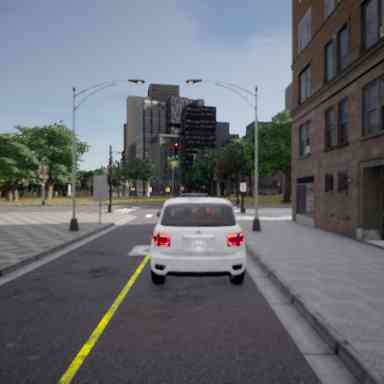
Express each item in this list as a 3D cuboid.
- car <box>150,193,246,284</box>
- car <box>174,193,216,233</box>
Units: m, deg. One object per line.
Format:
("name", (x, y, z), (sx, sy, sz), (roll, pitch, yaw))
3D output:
("car", (0.128, 1.153, 9.483), (2.150, 2.045, 5.566), (0, 0, 0))
("car", (0.153, 1.082, 20.049), (2.150, 2.045, 5.566), (0, 0, 0))
